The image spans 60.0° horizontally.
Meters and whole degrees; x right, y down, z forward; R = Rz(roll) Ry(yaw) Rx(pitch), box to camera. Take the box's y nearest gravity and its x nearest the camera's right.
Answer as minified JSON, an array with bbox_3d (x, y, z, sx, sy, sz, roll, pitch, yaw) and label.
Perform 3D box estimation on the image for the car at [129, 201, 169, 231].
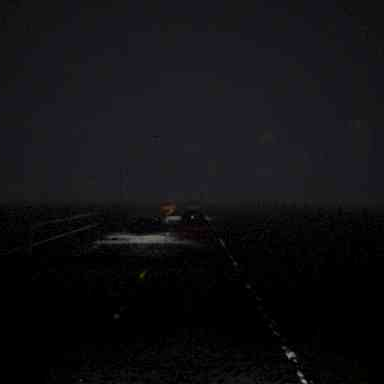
[{"bbox_3d":[-2.785,1.587,21.642,1.882,1.535,5.008,0,-1,1],"label":"car"}]

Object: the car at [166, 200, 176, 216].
[{"bbox_3d":[-2.777,1.656,35.244,1.882,1.535,5.008,0,0,1],"label":"car"}]

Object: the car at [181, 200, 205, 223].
[{"bbox_3d":[0.061,1.662,26.886,1.812,1.442,4.674,0,0,1],"label":"car"}]
